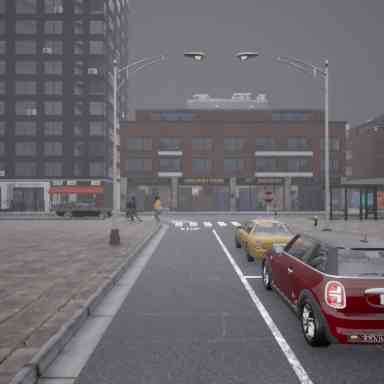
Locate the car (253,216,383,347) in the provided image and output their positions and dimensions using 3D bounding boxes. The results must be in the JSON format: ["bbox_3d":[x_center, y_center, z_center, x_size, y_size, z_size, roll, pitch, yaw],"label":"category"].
[{"bbox_3d":[2.609,1.442,6.328,1.967,1.590,4.097,0,0,0],"label":"car"}]

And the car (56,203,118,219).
[{"bbox_3d":[-8.672,1.612,27.785,4.718,1.301,1.895,0,0,0],"label":"car"}]

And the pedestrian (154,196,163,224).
[{"bbox_3d":[-2.198,1.151,21.628,0.375,1.860,0.375,0,0,0],"label":"pedestrian"}]

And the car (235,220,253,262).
[{"bbox_3d":[2.576,1.530,11.935,1.752,1.417,4.829,0,0,0],"label":"car"}]

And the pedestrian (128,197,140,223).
[{"bbox_3d":[-3.877,1.148,22.287,0.375,1.860,0.375,0,0,0],"label":"pedestrian"}]

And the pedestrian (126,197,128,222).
[{"bbox_3d":[-4.352,1.140,22.854,0.375,1.860,0.375,0,0,0],"label":"pedestrian"}]
